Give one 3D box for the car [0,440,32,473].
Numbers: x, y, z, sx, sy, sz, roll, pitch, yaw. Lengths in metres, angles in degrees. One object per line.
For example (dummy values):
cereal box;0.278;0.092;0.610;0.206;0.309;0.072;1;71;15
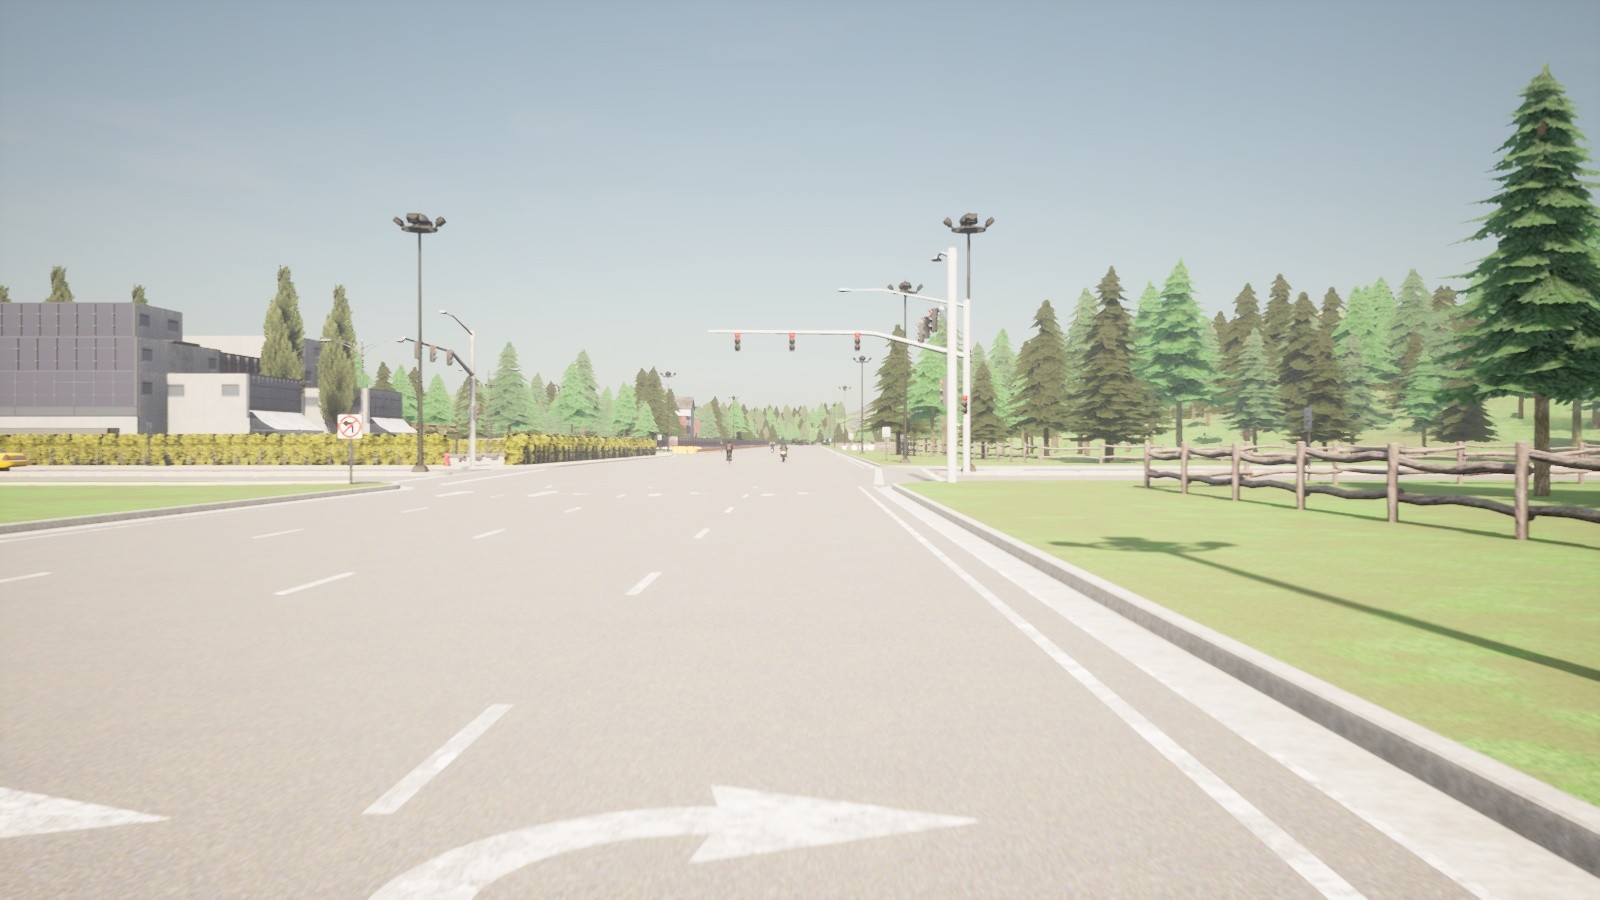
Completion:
car;-41.202;0.302;62.061;5.366;1.575;1.801;0;0;0
